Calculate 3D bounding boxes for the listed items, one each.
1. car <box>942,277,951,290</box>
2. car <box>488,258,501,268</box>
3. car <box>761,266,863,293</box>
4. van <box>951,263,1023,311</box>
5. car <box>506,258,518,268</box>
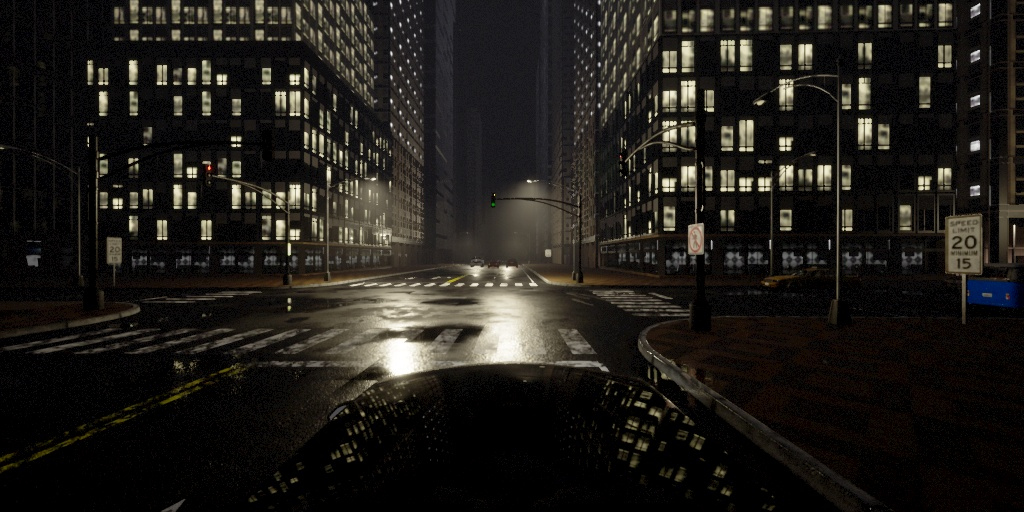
[{"bbox_3d":[26.926,1.356,20.075,4.207,1.307,1.802,0,0,2],"label":"car"},{"bbox_3d":[-3.237,1.460,63.180,1.895,1.301,4.718,0,0,0],"label":"car"},{"bbox_3d":[17.092,1.293,20.562,4.829,1.417,1.751,0,0,2],"label":"car"},{"bbox_3d":[18.361,1.119,12.390,3.998,1.789,1.690,0,0,2],"label":"van"},{"bbox_3d":[0.014,1.212,63.536,2.097,1.767,4.553,0,0,0],"label":"car"}]
